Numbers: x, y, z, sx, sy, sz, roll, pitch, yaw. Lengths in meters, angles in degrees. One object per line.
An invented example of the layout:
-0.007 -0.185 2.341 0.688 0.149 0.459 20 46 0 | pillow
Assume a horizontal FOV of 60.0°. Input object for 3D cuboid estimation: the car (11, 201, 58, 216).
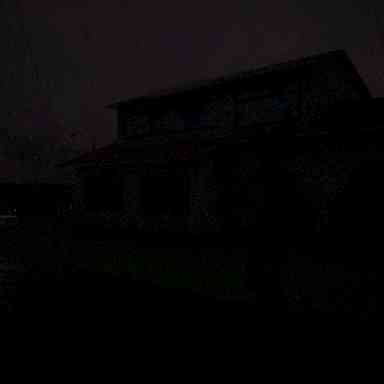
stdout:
-15.522 1.550 33.006 1.994 1.385 4.181 0 0 35 | car
